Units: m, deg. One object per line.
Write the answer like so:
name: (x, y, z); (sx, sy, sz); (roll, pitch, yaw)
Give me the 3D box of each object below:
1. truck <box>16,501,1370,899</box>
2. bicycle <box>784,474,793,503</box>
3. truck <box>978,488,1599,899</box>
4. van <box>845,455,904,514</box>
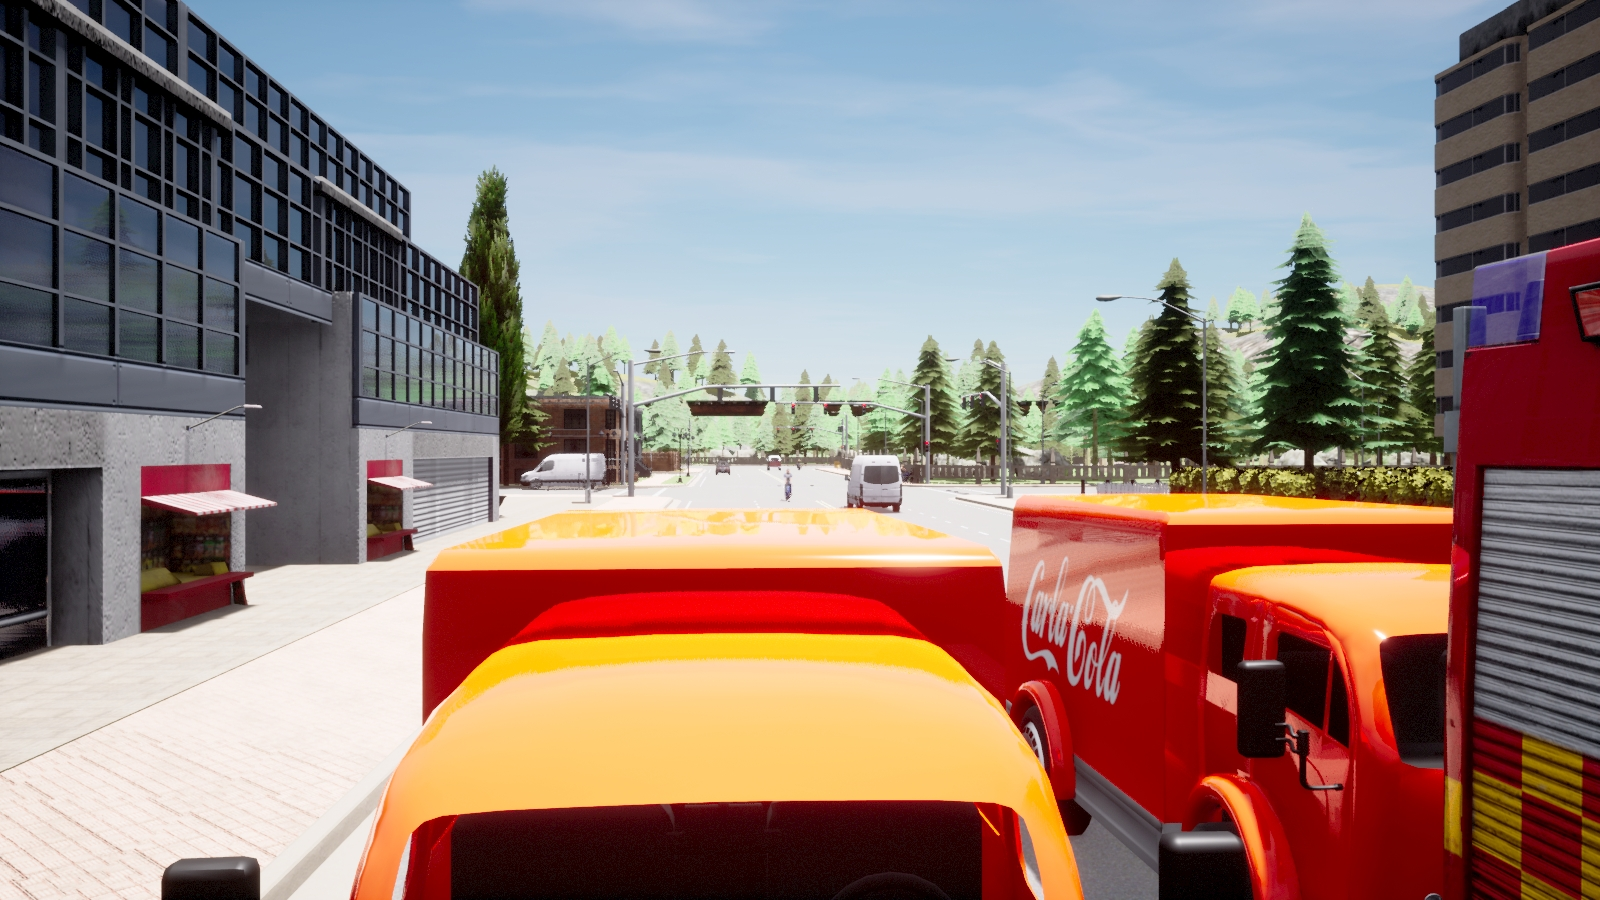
truck: (-0.347, 1.568, 4.821); (2.627, 2.467, 5.204); (0, 0, -4)
bicycle: (-0.621, 2.056, 61.166); (0.373, 1.496, 1.643); (0, 0, -4)
truck: (3.003, 1.568, 7.234); (2.627, 2.467, 5.204); (0, 0, -4)
van: (3.411, 1.534, 53.444); (1.988, 2.561, 5.915); (0, 0, -4)
